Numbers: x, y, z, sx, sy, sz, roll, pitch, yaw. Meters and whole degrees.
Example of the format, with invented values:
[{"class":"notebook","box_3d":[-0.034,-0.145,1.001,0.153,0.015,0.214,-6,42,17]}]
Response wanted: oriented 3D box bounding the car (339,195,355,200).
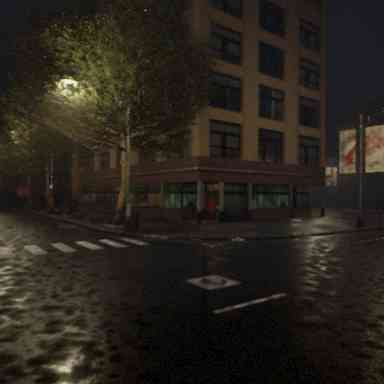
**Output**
[{"class":"car","box_3d":[37.374,2.164,82.767,2.002,1.452,4.674,1,0,-36]}]
